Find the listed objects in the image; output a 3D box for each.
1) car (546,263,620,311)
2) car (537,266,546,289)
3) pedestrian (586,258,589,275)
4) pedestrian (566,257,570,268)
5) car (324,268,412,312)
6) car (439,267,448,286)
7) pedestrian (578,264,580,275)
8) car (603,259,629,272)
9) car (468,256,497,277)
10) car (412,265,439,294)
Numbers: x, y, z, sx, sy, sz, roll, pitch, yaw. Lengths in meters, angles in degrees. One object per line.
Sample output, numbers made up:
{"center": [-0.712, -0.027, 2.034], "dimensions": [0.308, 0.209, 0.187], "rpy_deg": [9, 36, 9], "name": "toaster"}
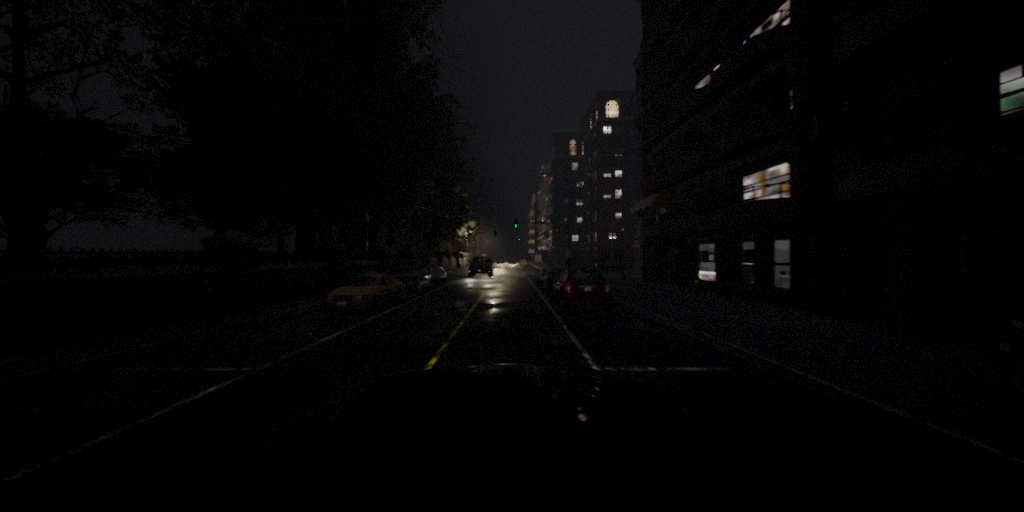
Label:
{"center": [2.686, 1.204, 14.553], "dimensions": [1.967, 1.591, 4.097], "rpy_deg": [0, 0, 0], "name": "car"}
{"center": [2.685, 1.338, 20.184], "dimensions": [1.948, 1.339, 4.313], "rpy_deg": [0, 0, 0], "name": "car"}
{"center": [8.122, 1.174, 38.604], "dimensions": [0.375, 1.860, 0.375], "rpy_deg": [0, 0, 0], "name": "pedestrian"}
{"center": [6.121, 0.948, 39.202], "dimensions": [0.375, 1.860, 0.375], "rpy_deg": [0, 0, 0], "name": "pedestrian"}
{"center": [-5.694, 1.291, 14.380], "dimensions": [1.751, 1.417, 4.829], "rpy_deg": [0, 0, 0], "name": "car"}
{"center": [-5.698, 1.307, 25.641], "dimensions": [1.751, 1.417, 4.829], "rpy_deg": [0, 0, 0], "name": "car"}
{"center": [7.122, 1.018, 38.003], "dimensions": [0.375, 1.860, 0.375], "rpy_deg": [0, 0, 0], "name": "pedestrian"}
{"center": [14.580, 1.415, 52.798], "dimensions": [5.009, 1.841, 2.192], "rpy_deg": [0, 0, 0], "name": "car"}
{"center": [-3.016, 1.020, 35.962], "dimensions": [2.150, 2.045, 5.566], "rpy_deg": [0, 0, 0], "name": "car"}
{"center": [-5.696, 1.324, 20.180], "dimensions": [2.007, 1.370, 4.403], "rpy_deg": [0, 0, 0], "name": "car"}
